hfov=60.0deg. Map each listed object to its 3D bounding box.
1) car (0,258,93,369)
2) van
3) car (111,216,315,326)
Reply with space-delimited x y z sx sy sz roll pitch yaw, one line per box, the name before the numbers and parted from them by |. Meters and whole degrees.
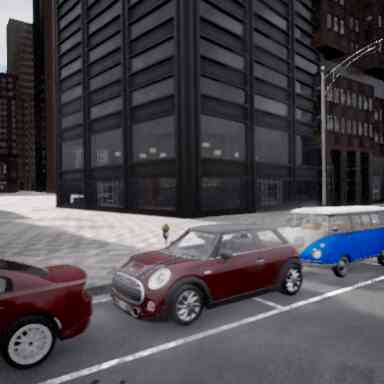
car | -3.562 1.546 4.120 4.507 1.381 1.887 0 -1 -35
van | 4.392 1.316 9.796 3.998 1.788 1.690 0 -1 -35
car | 0.414 1.429 6.958 4.097 1.590 1.967 0 -1 -35
